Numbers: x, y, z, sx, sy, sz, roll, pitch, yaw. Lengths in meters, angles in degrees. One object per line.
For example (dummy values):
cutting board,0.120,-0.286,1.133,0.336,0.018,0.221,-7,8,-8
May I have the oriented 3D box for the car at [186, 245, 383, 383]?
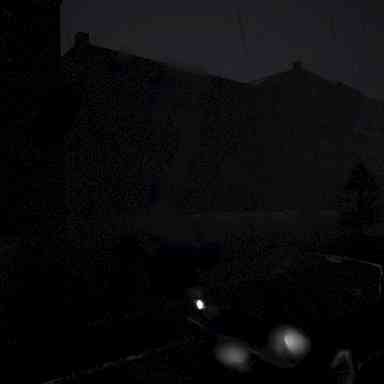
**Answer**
car,2.254,1.583,5.115,4.718,1.301,1.895,1,-1,-37
